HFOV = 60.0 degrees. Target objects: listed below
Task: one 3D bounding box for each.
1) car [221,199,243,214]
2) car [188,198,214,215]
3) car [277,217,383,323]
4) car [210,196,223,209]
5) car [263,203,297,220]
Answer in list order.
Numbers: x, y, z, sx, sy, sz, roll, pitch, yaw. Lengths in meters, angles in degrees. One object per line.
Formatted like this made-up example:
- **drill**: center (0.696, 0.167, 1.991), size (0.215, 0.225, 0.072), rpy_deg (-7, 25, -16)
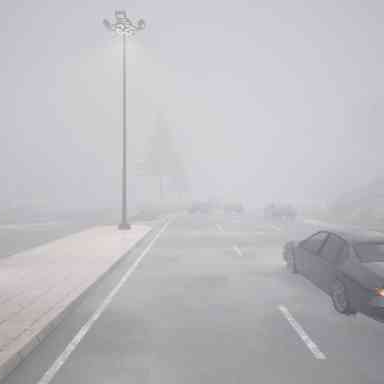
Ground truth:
- **car**: center (4.413, 1.601, 34.772), size (1.895, 1.301, 4.718), rpy_deg (0, 0, 9)
- **car**: center (0.873, 1.601, 34.421), size (1.895, 1.301, 4.718), rpy_deg (0, 0, 9)
- **car**: center (3.598, 1.547, 7.460), size (2.033, 1.411, 5.357), rpy_deg (0, 0, 0)
- **car**: center (3.297, 1.352, 44.427), size (2.097, 1.767, 4.553), rpy_deg (0, 0, 16)
- **car**: center (7.258, 1.601, 27.945), size (1.895, 1.301, 4.718), rpy_deg (0, 0, 2)
